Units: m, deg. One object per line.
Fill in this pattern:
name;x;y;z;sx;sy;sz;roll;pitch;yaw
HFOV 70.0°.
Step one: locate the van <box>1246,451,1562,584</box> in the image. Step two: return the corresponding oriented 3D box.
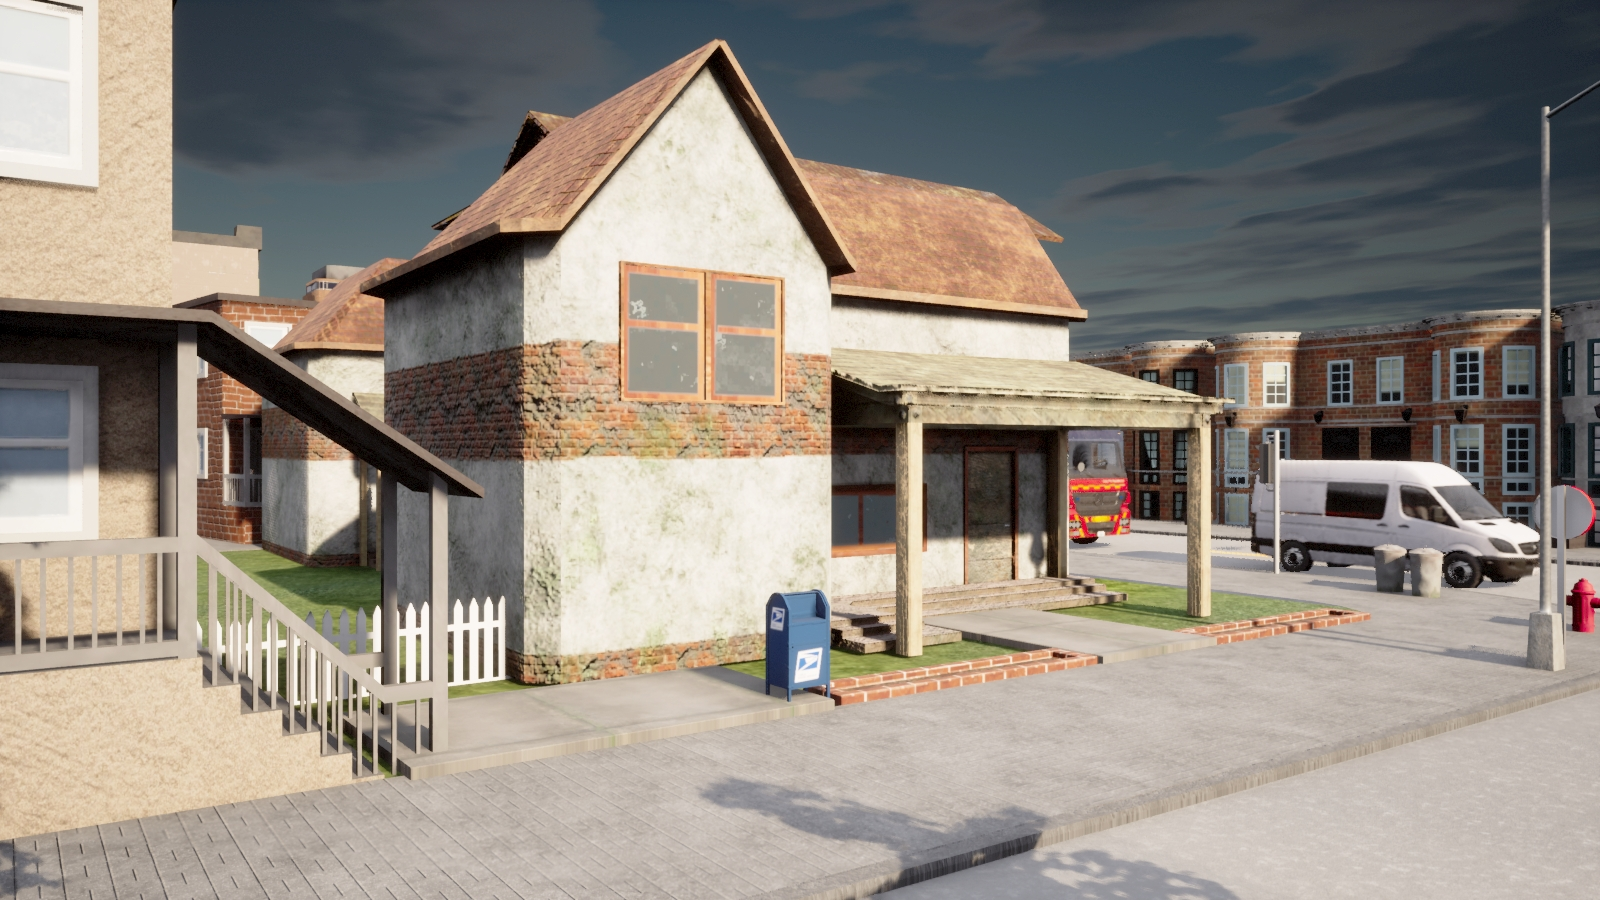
van;13.008;1.304;25.104;1.988;2.561;5.915;0;0;-34
